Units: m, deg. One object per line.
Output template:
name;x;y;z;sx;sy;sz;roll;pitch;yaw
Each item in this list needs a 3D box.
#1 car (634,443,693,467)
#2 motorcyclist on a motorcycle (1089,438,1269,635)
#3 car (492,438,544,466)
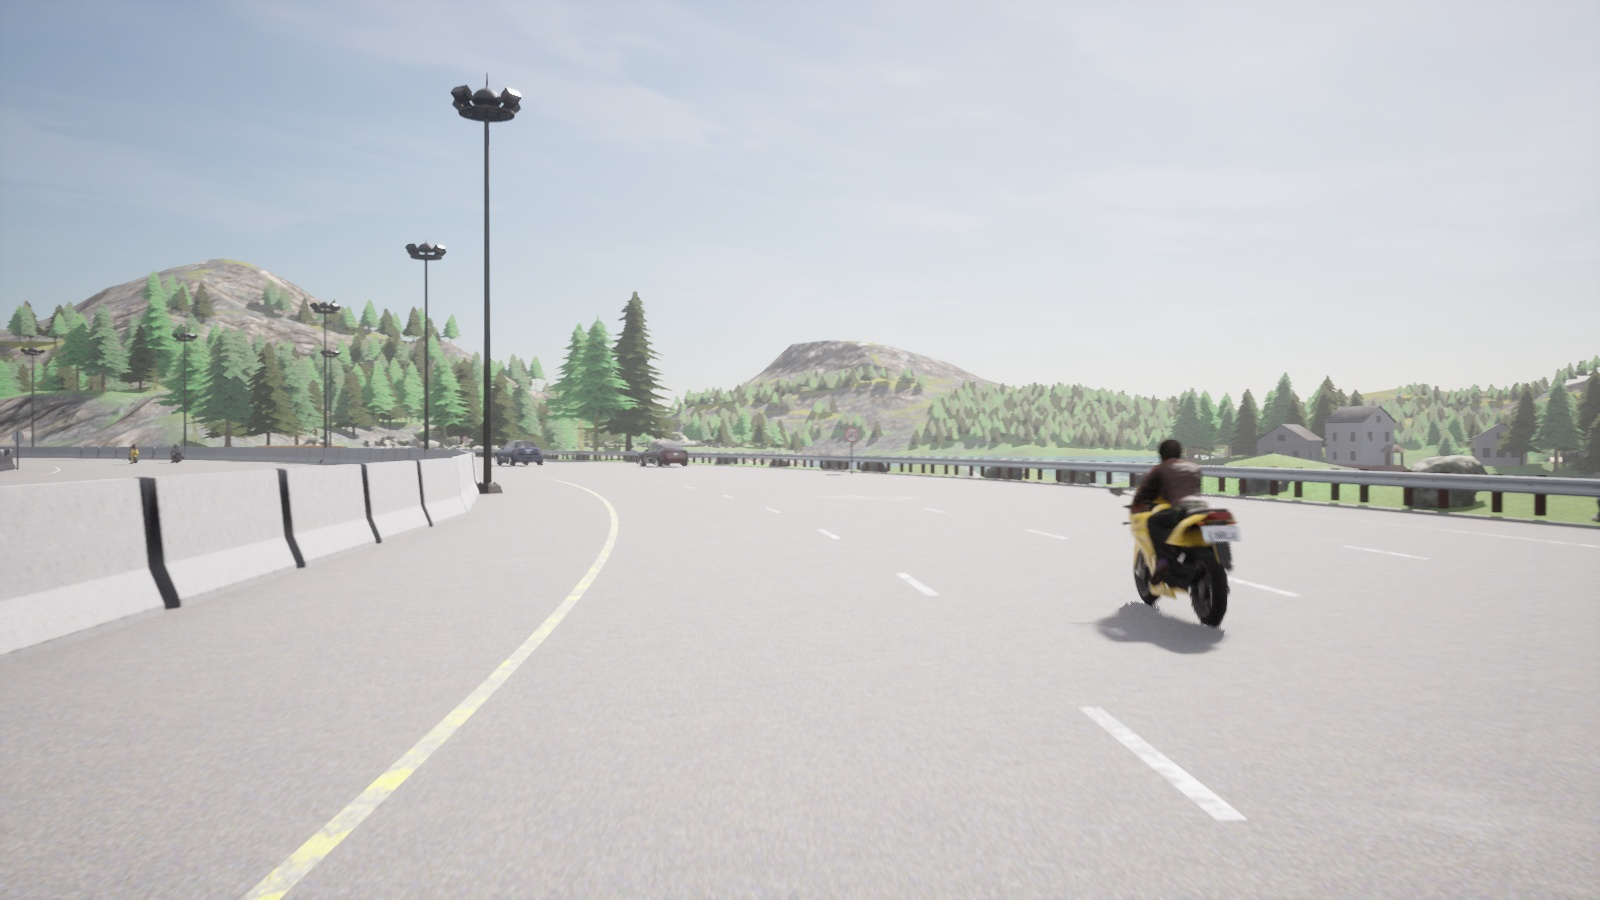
car;-8.706;0.293;79.547;2.163;1.488;4.792;0;0;-27
motorcyclist on a motorcycle;3.196;0.669;10.825;0.797;1.523;2.044;-1;0;-4
car;-18.755;0.124;83.404;2.097;1.767;4.553;0;0;-30
